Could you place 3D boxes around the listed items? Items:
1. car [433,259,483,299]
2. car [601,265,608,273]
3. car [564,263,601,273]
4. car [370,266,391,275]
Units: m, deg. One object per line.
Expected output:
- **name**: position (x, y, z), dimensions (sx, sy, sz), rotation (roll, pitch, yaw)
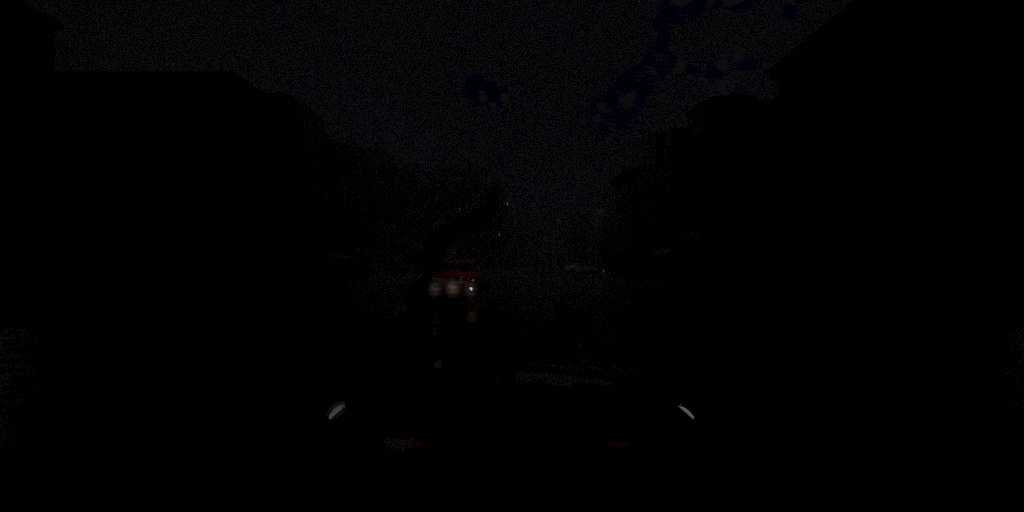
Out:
- **car**: position (-2.850, 1.200, 20.052), dimensions (2.150, 2.045, 5.566), rotation (0, -1, 0)
- **car**: position (12.380, 1.959, 54.196), dimensions (4.313, 1.339, 1.948), rotation (0, 0, 0)
- **car**: position (9.865, 1.751, 51.586), dimensions (4.674, 1.442, 1.812), rotation (0, -2, 0)
- **car**: position (-20.604, 2.224, 54.182), dimensions (4.403, 1.370, 2.007), rotation (0, 0, 0)
